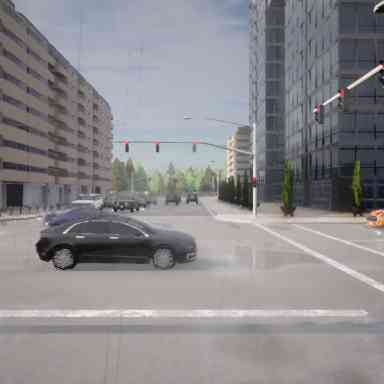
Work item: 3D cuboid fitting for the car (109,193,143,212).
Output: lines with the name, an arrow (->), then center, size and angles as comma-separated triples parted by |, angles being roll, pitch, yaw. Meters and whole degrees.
car -> -7.426, 1.221, 38.092 | 2.150, 2.045, 5.566 | 0, 0, 1

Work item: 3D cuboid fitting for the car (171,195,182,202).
car -> -3.418, 1.524, 74.698 | 2.128, 1.511, 4.902 | 0, 0, 1

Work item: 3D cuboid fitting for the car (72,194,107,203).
car -> -10.935, 1.221, 34.917 | 2.150, 2.045, 5.566 | 0, 0, -1

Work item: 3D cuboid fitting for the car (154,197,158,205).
car -> -7.198, 1.564, 58.356 | 1.994, 1.385, 4.181 | 0, 0, 1

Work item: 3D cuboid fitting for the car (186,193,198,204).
car -> 0.050, 1.221, 63.804 | 2.150, 2.045, 5.566 | 0, 0, 1

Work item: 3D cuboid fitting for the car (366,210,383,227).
car -> 13.575, 1.407, 21.083 | 4.553, 1.767, 2.097 | 0, 0, 0

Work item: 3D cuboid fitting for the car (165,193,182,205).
car -> -3.502, 1.223, 59.631 | 2.150, 2.045, 5.566 | 0, 0, 1

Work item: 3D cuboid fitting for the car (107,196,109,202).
car -> -10.876, 1.352, 44.761 | 2.097, 1.767, 4.553 | 0, 0, 1

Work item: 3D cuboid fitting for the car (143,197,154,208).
car -> -7.334, 1.547, 48.336 | 2.033, 1.411, 5.357 | 0, 0, 1

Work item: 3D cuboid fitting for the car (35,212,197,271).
car -> -2.277, 1.530, 10.433 | 4.892, 1.490, 1.837 | 0, 0, 0

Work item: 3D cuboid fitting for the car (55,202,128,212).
car -> -6.381, 1.551, 19.667 | 1.812, 1.442, 4.674 | 1, 1, 39

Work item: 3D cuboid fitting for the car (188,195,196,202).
car -> 0.083, 1.500, 74.517 | 1.837, 1.490, 4.892 | 0, 0, 1

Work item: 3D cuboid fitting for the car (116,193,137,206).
car -> -10.747, 1.221, 54.962 | 2.150, 2.045, 5.566 | 0, 0, 1
